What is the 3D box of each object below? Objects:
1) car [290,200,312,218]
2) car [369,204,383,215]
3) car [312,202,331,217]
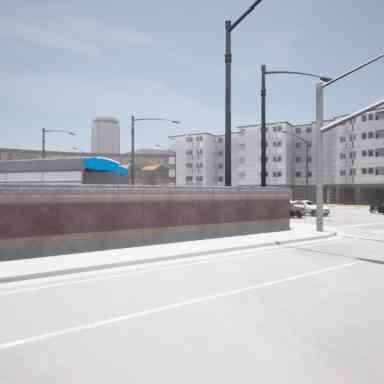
[{"bbox_3d":[7.848,1.505,29.722,1.837,1.490,4.892,0,0,-35],"label":"car"},{"bbox_3d":[19.552,1.476,31.610,1.882,1.535,5.008,0,0,-34],"label":"car"},{"bbox_3d":[10.791,1.526,31.646,1.812,1.442,4.674,0,0,-36],"label":"car"}]
